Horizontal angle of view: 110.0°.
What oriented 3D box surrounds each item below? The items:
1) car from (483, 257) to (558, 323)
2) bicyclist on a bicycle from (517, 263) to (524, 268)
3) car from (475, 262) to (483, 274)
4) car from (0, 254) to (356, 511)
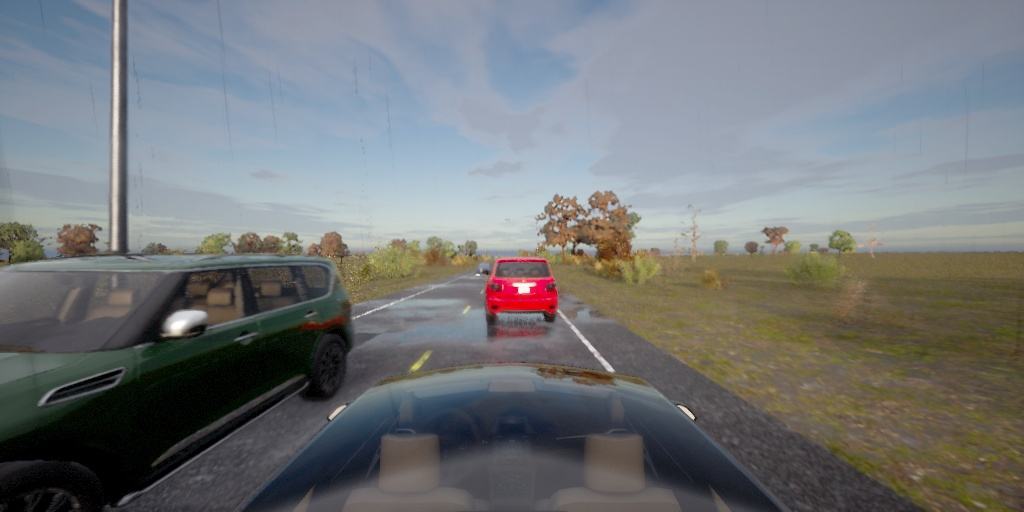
[{"bbox_3d":[0.157,1.040,12.610,2.150,2.045,5.566,0,0,-4],"label":"car"},{"bbox_3d":[0.974,1.357,39.279,0.659,1.776,1.843,0,0,0],"label":"bicyclist on a bicycle"},{"bbox_3d":[-3.578,1.559,46.665,1.812,1.442,4.674,0,0,0],"label":"car"},{"bbox_3d":[-3.600,0.983,3.567,2.150,2.045,5.566,0,0,0],"label":"car"}]
